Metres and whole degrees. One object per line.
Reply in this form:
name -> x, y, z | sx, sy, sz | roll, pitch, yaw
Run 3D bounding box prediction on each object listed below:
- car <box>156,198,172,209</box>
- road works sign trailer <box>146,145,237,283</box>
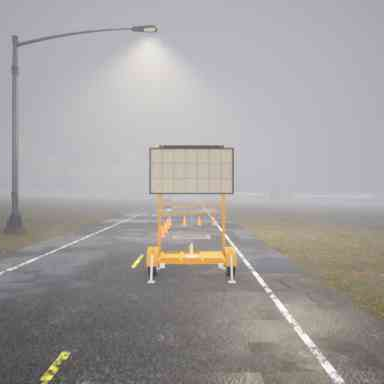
car -> -3.644, 1.550, 44.734 | 2.033, 1.411, 5.357 | 0, 0, 0
road works sign trailer -> -0.010, 0.465, 9.619 | 2.380, 3.560, 2.880 | 0, 0, 0
